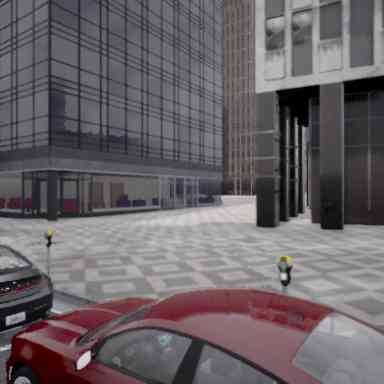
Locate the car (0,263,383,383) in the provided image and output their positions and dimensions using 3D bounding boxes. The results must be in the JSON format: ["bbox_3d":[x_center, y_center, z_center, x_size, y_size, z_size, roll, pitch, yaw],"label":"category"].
[{"bbox_3d":[0.152,1.550,2.853,4.507,1.381,1.887,0,0,36],"label":"car"}]

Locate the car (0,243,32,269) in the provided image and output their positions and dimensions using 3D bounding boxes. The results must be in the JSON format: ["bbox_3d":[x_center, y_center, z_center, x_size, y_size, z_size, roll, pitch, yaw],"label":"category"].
[{"bbox_3d":[-4.280,1.578,6.016,4.403,1.369,2.008,0,0,36],"label":"car"}]
